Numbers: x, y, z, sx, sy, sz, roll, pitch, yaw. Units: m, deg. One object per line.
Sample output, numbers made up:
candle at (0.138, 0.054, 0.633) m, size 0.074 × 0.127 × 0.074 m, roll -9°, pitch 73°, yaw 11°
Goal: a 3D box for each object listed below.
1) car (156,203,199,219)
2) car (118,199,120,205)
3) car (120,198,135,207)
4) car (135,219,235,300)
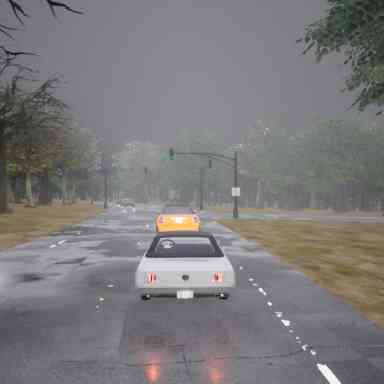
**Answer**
car at (-0.776, 1.361, 17.337) m, size 2.097 × 1.767 × 4.553 m, roll 0°, pitch 0°, yaw -4°
car at (-13.044, 2.010, 65.396) m, size 1.812 × 1.442 × 4.674 m, roll 0°, pitch -1°, yaw -15°
car at (-10.818, 1.843, 56.647) m, size 1.837 × 1.490 × 4.892 m, roll 0°, pitch -1°, yaw -14°
car at (-0.202, 1.605, 8.352) m, size 1.895 × 1.301 × 4.718 m, roll 0°, pitch 0°, yaw -2°
